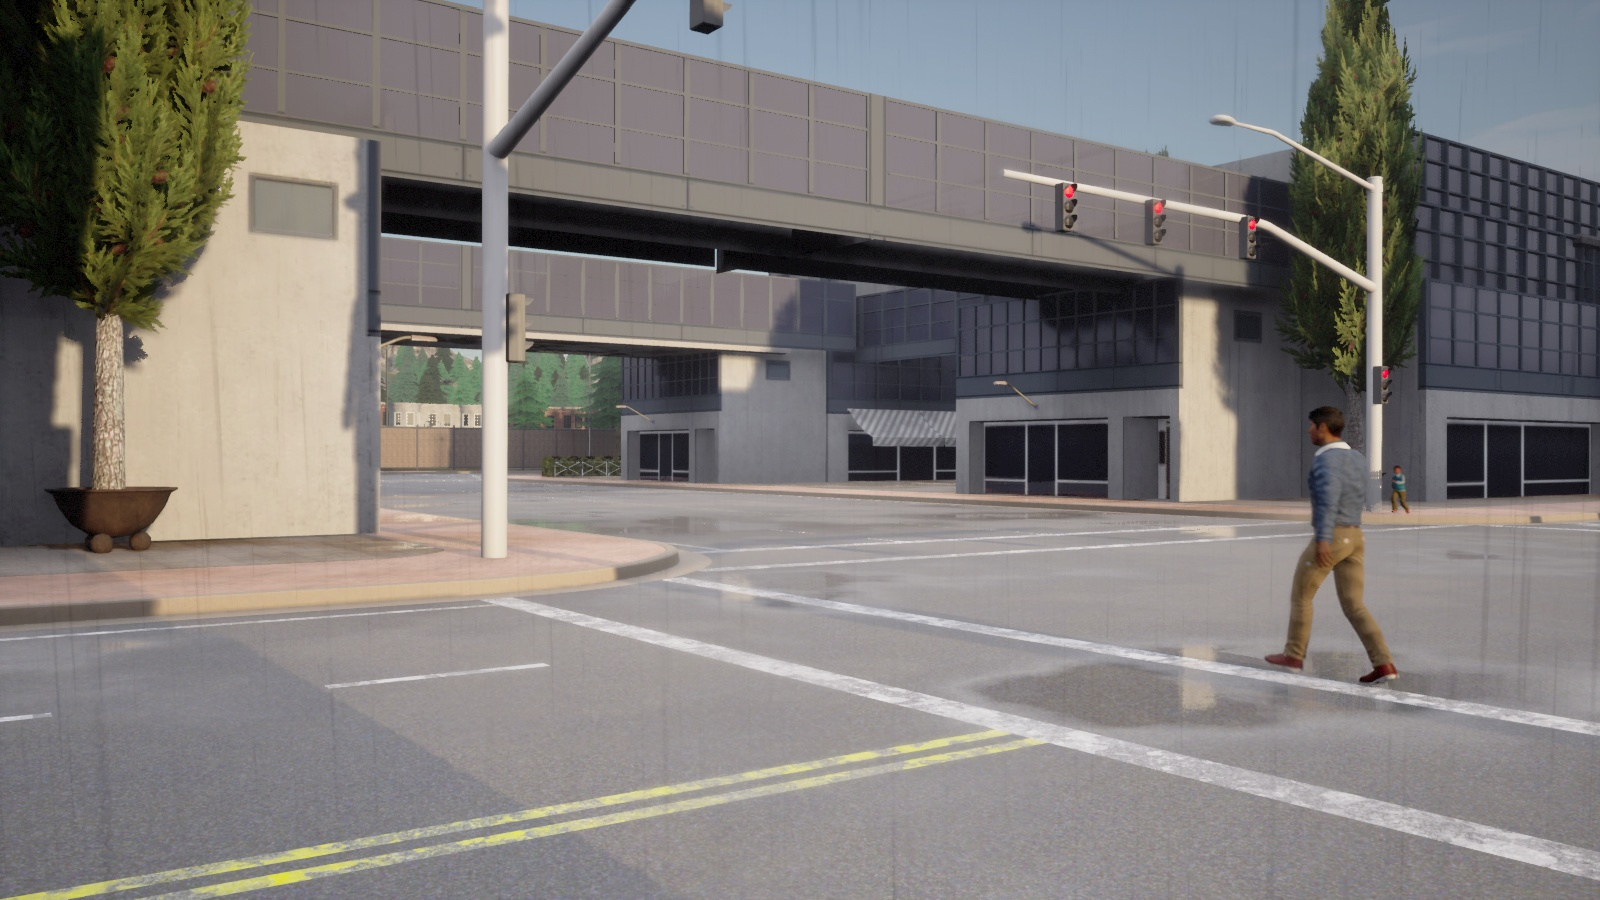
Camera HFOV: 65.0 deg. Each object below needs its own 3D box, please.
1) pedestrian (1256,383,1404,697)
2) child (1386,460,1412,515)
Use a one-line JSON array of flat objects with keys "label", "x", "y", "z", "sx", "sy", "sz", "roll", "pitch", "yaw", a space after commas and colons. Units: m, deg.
[{"label": "pedestrian", "x": 3.466, "y": 0.558, "z": 8.241, "sx": 0.423, "sy": 1.949, "sz": 0.788, "roll": 0, "pitch": 0, "yaw": -34}, {"label": "child", "x": 13.273, "y": 0.823, "z": 27.831, "sx": 0.448, "sy": 1.192, "sz": 0.343, "roll": 0, "pitch": 0, "yaw": -36}]
